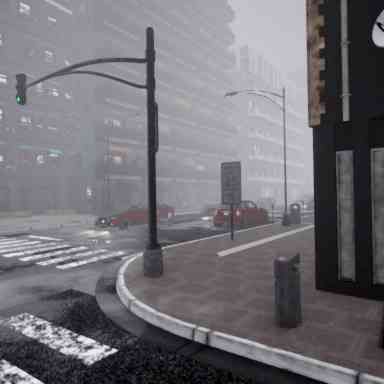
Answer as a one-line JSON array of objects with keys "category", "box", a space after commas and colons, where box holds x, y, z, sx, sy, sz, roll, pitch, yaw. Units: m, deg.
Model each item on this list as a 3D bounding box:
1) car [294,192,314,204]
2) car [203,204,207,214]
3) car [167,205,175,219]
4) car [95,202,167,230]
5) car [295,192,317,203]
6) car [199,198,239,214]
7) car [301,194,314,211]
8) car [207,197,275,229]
[{"category": "car", "box": [16.370, 1.179, 47.963, 2.033, 1.411, 5.357, -1, 0, 36]}, {"category": "car", "box": [3.196, 1.353, 30.028, 2.033, 1.411, 5.357, -1, 0, 36]}, {"category": "car", "box": [-3.203, 1.458, 25.779, 1.887, 1.381, 4.507, -1, 0, 36]}, {"category": "car", "box": [-3.843, 1.465, 20.358, 1.994, 1.385, 4.181, -1, 0, 36]}, {"category": "car", "box": [19.479, 0.930, 56.792, 2.192, 1.841, 5.009, -1, 0, 36]}, {"category": "car", "box": [2.815, 1.384, 33.893, 2.008, 1.369, 4.403, -1, 0, 36]}, {"category": "car", "box": [12.923, 1.195, 33.542, 1.947, 1.339, 4.313, -1, 0, 36]}, {"category": "car", "box": [3.013, 1.201, 19.740, 1.967, 1.590, 4.097, -1, 0, 36]}]
